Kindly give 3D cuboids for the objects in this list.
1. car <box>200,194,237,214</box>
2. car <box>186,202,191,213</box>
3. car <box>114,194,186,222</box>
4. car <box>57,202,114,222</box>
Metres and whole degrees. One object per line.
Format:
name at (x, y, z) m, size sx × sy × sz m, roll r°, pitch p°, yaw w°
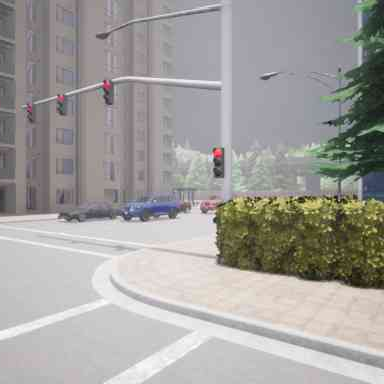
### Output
car at (3.091, 1.221, 35.573) m, size 2.150 × 2.045 × 5.566 m, roll 0°, pitch 0°, yaw 36°
car at (-2.071, 1.478, 34.462) m, size 1.882 × 1.535 × 5.008 m, roll 0°, pitch 0°, yaw 36°
car at (-3.254, 1.221, 26.939) m, size 2.150 × 2.045 × 5.566 m, roll 0°, pitch 0°, yaw 36°
car at (-7.875, 1.547, 26.554) m, size 2.033 × 1.411 × 5.357 m, roll 0°, pitch 0°, yaw 36°
